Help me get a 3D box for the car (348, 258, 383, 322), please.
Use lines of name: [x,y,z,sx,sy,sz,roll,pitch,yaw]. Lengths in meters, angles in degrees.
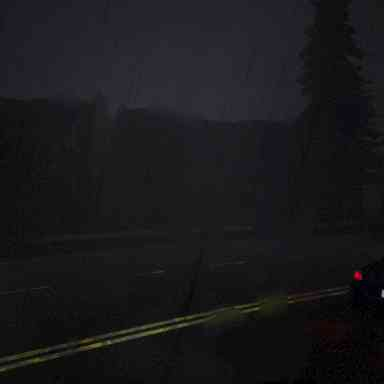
car: [4.874,1.564,5.935,4.181,1.385,1.994,0,0,-25]
